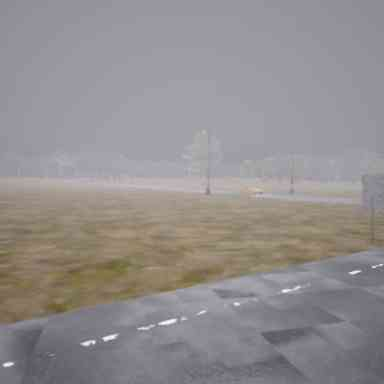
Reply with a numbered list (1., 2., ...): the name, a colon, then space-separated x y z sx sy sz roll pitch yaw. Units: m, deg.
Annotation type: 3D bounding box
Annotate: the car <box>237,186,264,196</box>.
1. car: 9.479 -0.202 54.055 1.882 1.535 5.008 0 2 -34
